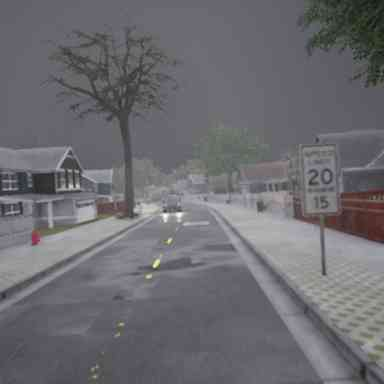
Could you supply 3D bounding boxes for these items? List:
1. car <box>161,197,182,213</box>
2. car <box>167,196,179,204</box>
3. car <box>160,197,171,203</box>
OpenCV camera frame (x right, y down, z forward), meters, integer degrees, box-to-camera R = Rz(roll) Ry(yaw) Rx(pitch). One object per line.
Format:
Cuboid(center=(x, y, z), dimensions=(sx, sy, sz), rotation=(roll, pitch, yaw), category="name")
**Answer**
Cuboid(center=(-2.342, 1.461, 40.018), dimensions=(2.097, 1.767, 4.553), rotation=(-4, 0, -2), category="car")
Cuboid(center=(-4.465, 1.830, 77.361), dimensions=(1.882, 1.535, 5.008), rotation=(-4, 0, -13), category="car")
Cuboid(center=(-6.933, 2.025, 87.166), dimensions=(1.837, 1.490, 4.892), rotation=(-4, 0, -16), category="car")
